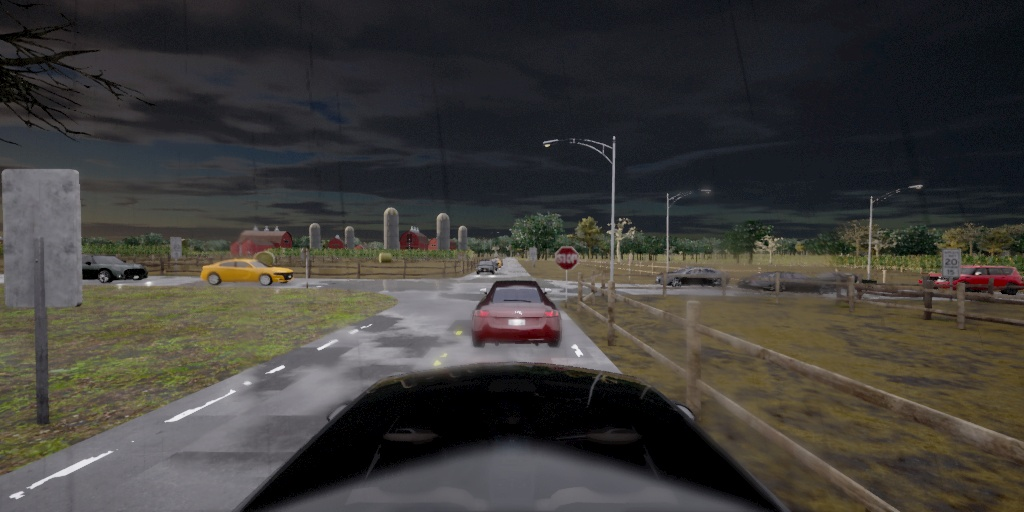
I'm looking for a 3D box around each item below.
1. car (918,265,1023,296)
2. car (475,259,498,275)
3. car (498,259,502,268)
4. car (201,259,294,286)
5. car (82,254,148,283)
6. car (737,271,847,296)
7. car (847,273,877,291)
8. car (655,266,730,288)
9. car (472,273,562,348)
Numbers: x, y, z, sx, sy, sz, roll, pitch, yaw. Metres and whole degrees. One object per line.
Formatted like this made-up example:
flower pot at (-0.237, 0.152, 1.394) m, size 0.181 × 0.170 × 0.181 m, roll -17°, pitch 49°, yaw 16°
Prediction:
car at (32.567, 1.664, 25.524) m, size 5.566 × 2.045 × 2.150 m, roll 1°, pitch 1°, yaw 0°
car at (-2.787, 1.227, 38.586) m, size 1.837 × 1.490 × 4.892 m, roll 0°, pitch 0°, yaw -1°
car at (-2.835, 1.195, 49.010) m, size 2.128 × 1.511 × 4.902 m, roll 0°, pitch 0°, yaw 0°
car at (-16.326, 0.979, 22.302) m, size 5.008 × 1.535 × 1.882 m, roll 1°, pitch 1°, yaw 0°
car at (-25.572, 0.703, 22.249) m, size 4.553 × 1.767 × 2.097 m, roll 1°, pitch 1°, yaw 0°
car at (17.241, 1.681, 22.498) m, size 5.357 × 1.411 × 2.033 m, roll 1°, pitch 1°, yaw 0°
car at (22.719, 1.811, 25.480) m, size 4.718 × 1.301 × 1.895 m, roll 1°, pitch 1°, yaw 0°
car at (12.755, 1.486, 25.420) m, size 4.902 × 1.511 × 2.128 m, roll 1°, pitch 1°, yaw 0°
car at (0.099, 1.311, 9.267) m, size 1.994 × 1.385 × 4.181 m, roll 0°, pitch 0°, yaw 0°
